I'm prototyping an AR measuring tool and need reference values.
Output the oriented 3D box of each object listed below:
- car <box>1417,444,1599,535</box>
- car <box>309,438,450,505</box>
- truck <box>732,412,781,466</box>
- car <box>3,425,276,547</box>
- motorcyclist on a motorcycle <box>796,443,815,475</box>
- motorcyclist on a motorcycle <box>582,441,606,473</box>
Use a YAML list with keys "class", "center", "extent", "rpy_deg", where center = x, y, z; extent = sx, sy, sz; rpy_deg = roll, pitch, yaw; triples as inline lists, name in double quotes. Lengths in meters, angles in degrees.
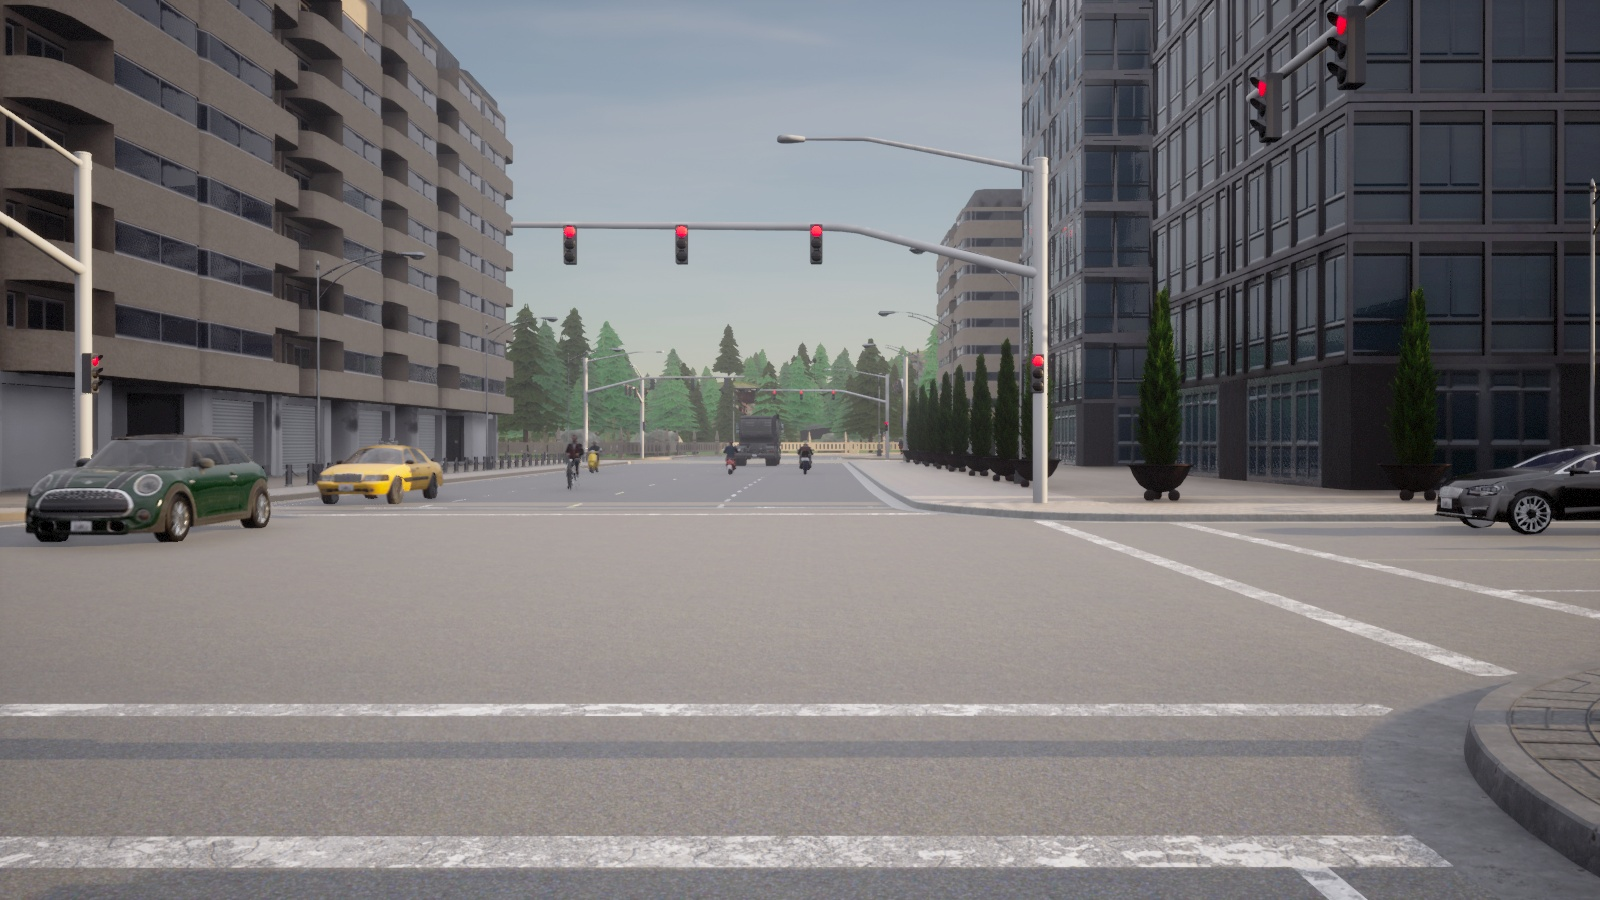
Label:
- class: "car"
  center: [13.678, 0.646, 21.788]
  extent: [4.902, 1.511, 2.128]
  rpy_deg: [0, 0, 1]
- class: "car"
  center: [-10.625, 0.495, 32.168]
  extent: [1.801, 1.575, 5.366]
  rpy_deg: [0, 0, 0]
- class: "truck"
  center: [-2.822, -0.710, 83.605]
  extent: [2.891, 3.462, 7.936]
  rpy_deg: [0, 0, 1]
- class: "car"
  center: [-10.547, 0.509, 20.522]
  extent: [2.097, 1.767, 4.553]
  rpy_deg: [0, 0, 0]
- class: "motorcyclist on a motorcycle"
  center: [0.272, 0.438, 60.921]
  extent: [0.866, 1.530, 2.191]
  rpy_deg: [0, 0, 1]
- class: "motorcyclist on a motorcycle"
  center: [-10.207, 0.341, 62.174]
  extent: [0.866, 1.590, 1.817]
  rpy_deg: [0, 0, 1]
